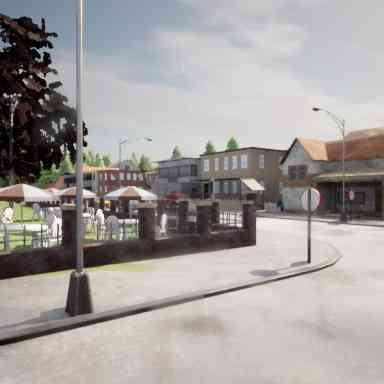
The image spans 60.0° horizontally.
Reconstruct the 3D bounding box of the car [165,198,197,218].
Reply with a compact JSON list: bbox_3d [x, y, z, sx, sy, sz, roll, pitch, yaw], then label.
[{"bbox_3d":[-0.634,1.507,28.481,1.837,1.490,4.892,0,0,-35],"label":"car"}]

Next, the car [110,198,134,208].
[{"bbox_3d":[-10.436,1.564,49.462,1.994,1.385,4.181,0,0,-35],"label":"car"}]

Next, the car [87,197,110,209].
[{"bbox_3d":[-12.794,1.478,45.615,1.882,1.535,5.008,0,0,-35],"label":"car"}]

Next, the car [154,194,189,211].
[{"bbox_3d":[-2.255,1.223,37.970,2.150,2.045,5.566,0,0,-35],"label":"car"}]

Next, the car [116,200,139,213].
[{"bbox_3d":[-6.809,1.526,37.156,1.812,1.442,4.674,0,0,-35],"label":"car"}]
